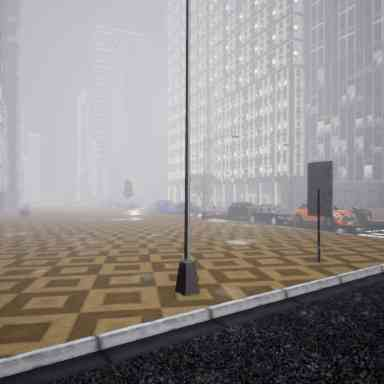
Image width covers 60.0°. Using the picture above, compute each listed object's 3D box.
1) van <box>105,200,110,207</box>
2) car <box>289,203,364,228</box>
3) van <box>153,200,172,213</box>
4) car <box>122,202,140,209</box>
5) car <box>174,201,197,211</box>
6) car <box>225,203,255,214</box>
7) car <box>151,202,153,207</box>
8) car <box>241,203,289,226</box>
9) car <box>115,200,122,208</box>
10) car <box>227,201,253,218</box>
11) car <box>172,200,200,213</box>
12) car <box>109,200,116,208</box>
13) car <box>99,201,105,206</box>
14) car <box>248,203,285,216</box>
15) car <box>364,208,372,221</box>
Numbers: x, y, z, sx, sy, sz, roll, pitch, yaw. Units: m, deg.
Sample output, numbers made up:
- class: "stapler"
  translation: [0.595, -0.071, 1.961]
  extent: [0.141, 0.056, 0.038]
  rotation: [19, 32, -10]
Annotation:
- class: "van"
  translation: [-18.282, 2.635, 76.597]
  extent: [1.690, 1.788, 3.998]
  rotation: [-1, -1, -26]
- class: "car"
  translation: [9.697, 1.576, 24.458]
  extent: [2.097, 1.767, 4.553]
  rotation: [0, -1, -25]
- class: "van"
  translation: [-3.638, 2.005, 46.196]
  extent: [1.690, 1.788, 3.998]
  rotation: [-1, -1, -26]
- class: "car"
  translation: [-10.956, 2.525, 61.394]
  extent: [2.008, 1.369, 4.403]
  rotation: [-1, -1, -26]
- class: "car"
  translation: [-1.123, 2.308, 54.194]
  extent: [1.837, 1.490, 4.892]
  rotation: [0, -1, -24]
- class: "car"
  translation: [6.357, 2.168, 44.762]
  extent: [1.947, 1.339, 4.313]
  rotation: [-1, -1, -26]
- class: "car"
  translation: [-5.602, 2.593, 63.416]
  extent: [1.895, 1.301, 4.718]
  rotation: [0, -1, -26]
- class: "car"
  translation: [6.129, 1.813, 25.924]
  extent: [2.008, 1.369, 4.403]
  rotation: [-1, -1, -26]
- class: "car"
  translation: [-13.324, 2.602, 66.309]
  extent: [1.752, 1.417, 4.829]
  rotation: [-1, -1, -26]
- class: "car"
  translation: [5.453, 1.750, 33.327]
  extent: [2.097, 1.767, 4.553]
  rotation: [0, -1, -26]
- class: "car"
  translation: [-0.638, 2.128, 46.005]
  extent: [1.882, 1.535, 5.008]
  rotation: [0, -1, -25]
- class: "car"
  translation: [-15.838, 2.731, 71.529]
  extent: [1.887, 1.381, 4.507]
  rotation: [-1, -1, -26]
- class: "car"
  translation: [-23.159, 3.053, 86.729]
  extent: [1.887, 1.381, 4.507]
  rotation: [-1, -1, -26]
- class: "car"
  translation: [8.798, 2.068, 39.695]
  extent: [1.947, 1.339, 4.313]
  rotation: [-1, -1, -26]
- class: "car"
  translation: [13.679, 1.854, 29.561]
  extent: [2.008, 1.369, 4.403]
  rotation: [-1, -1, -26]
